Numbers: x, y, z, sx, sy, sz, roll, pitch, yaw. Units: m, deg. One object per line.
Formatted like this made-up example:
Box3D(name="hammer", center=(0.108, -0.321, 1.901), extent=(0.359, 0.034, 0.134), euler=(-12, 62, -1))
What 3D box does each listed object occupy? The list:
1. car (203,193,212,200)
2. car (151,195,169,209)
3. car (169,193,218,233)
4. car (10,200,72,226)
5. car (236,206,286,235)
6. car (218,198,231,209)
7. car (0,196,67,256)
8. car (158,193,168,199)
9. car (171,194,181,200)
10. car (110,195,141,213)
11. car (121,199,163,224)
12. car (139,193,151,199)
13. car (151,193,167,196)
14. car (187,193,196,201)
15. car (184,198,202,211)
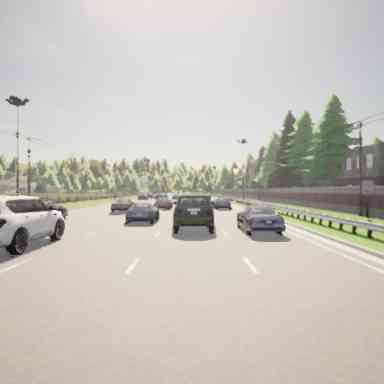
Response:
Box3D(name="car", center=(3.437, 1.087, 75.009), extent=(1.837, 1.490, 4.892), euler=(0, 0, 0))
Box3D(name="car", center=(-3.433, 1.344, 39.960), extent=(1.994, 1.385, 4.181), euler=(0, 0, 0))
Box3D(name="car", center=(0.086, 1.116, 19.105), extent=(2.150, 2.045, 5.566), euler=(0, 0, 0))
Box3D(name="car", center=(-10.418, 1.361, 23.393), extent=(2.128, 1.511, 4.902), euler=(0, 0, 0))
Box3D(name="car", center=(3.586, 1.448, 18.077), extent=(2.033, 1.411, 5.357), euler=(0, 0, 0))
Box3D(name="car", center=(3.568, 1.344, 40.039), extent=(1.994, 1.385, 4.181), euler=(0, 0, 0))
Box3D(name="car", center=(-6.909, 1.147, 12.907), extent=(2.150, 2.045, 5.566), euler=(0, 0, 0))
Box3D(name="car", center=(-7.069, 0.921, 82.085), extent=(2.033, 1.411, 5.357), euler=(0, 0, 0))
Box3D(name="car", center=(-3.563, 1.137, 75.420), extent=(1.994, 1.385, 4.181), euler=(0, 0, 0))
Box3D(name="car", center=(-6.928, 1.360, 33.985), extent=(2.033, 1.411, 5.357), euler=(0, 0, 0))
Box3D(name="car", center=(-3.418, 1.434, 23.491), extent=(1.994, 1.385, 4.181), euler=(0, 0, 0))
Box3D(name="car", center=(-10.560, 1.098, 71.663), extent=(1.837, 1.490, 4.892), euler=(0, 0, 0))
Box3D(name="car", center=(-7.060, 1.098, 71.666), extent=(1.837, 1.490, 4.892), euler=(0, 0, 0))
Box3D(name="car", center=(-0.061, 1.094, 72.922), extent=(1.837, 1.490, 4.892), euler=(0, 0, 0))
Box3D(name="car", center=(0.069, 1.393, 37.871), extent=(1.895, 1.301, 4.718), euler=(0, 0, 0))
